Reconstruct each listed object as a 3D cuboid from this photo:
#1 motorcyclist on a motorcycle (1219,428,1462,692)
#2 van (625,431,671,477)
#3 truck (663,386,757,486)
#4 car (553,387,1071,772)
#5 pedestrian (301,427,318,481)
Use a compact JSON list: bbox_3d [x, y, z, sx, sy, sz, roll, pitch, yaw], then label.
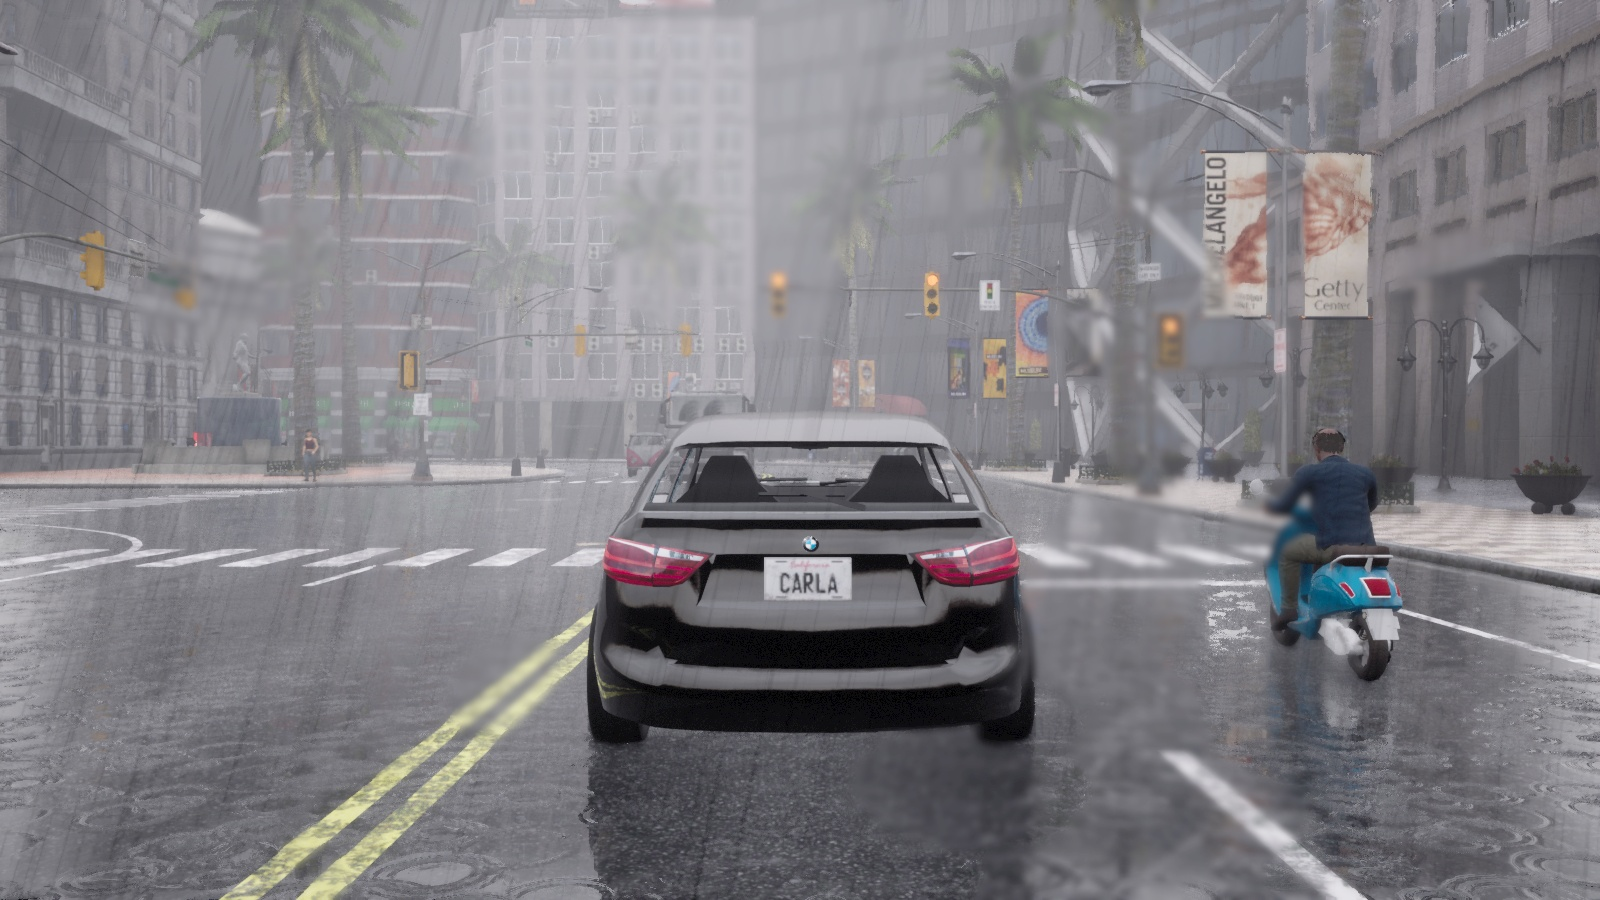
[{"bbox_3d":[3.552,0.655,8.461,0.866,1.590,1.817,0,0,1],"label":"motorcyclist on a motorcycle"},{"bbox_3d":[-6.789,0.175,56.416,1.775,1.987,4.442,0,0,-3],"label":"van"},{"bbox_3d":[-3.220,-0.504,47.105,2.891,3.462,7.936,0,0,0],"label":"truck"},{"bbox_3d":[0.062,0.547,7.745,2.242,1.667,4.611,0,0,0],"label":"car"},{"bbox_3d":[-16.851,0.146,43.130,0.345,1.836,0.594,0,0,-1],"label":"pedestrian"}]
